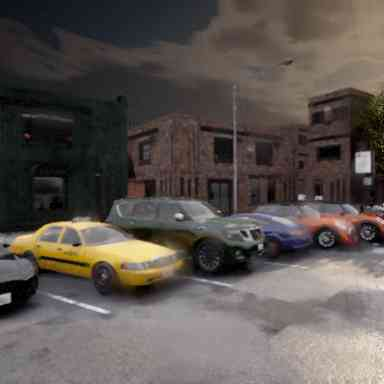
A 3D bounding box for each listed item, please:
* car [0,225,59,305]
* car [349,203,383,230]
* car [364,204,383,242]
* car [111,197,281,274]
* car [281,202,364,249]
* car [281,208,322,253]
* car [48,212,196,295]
[{"bbox_3d":[-5.304,1.517,7.165,4.792,1.488,2.163,-1,-1,35],"label":"car"},{"bbox_3d":[11.855,1.388,19.275,4.674,1.452,2.002,-1,-1,35],"label":"car"},{"bbox_3d":[6.923,1.258,15.836,4.553,1.767,2.185,-1,-1,35],"label":"car"},{"bbox_3d":[-0.394,1.192,10.637,5.566,2.045,2.435,-1,-1,35],"label":"car"},{"bbox_3d":[4.469,1.277,14.109,4.553,1.767,2.185,-1,-1,35],"label":"car"},{"bbox_3d":[2.040,1.463,12.356,4.674,1.452,2.002,-1,0,35],"label":"car"},{"bbox_3d":[-2.718,1.459,8.804,5.366,1.575,1.946,-1,-1,35],"label":"car"}]
